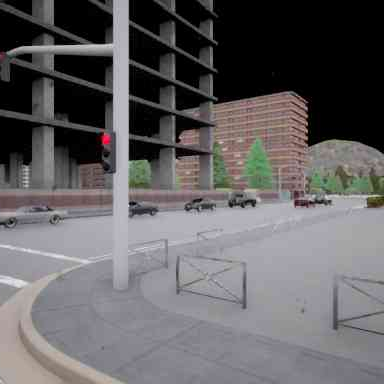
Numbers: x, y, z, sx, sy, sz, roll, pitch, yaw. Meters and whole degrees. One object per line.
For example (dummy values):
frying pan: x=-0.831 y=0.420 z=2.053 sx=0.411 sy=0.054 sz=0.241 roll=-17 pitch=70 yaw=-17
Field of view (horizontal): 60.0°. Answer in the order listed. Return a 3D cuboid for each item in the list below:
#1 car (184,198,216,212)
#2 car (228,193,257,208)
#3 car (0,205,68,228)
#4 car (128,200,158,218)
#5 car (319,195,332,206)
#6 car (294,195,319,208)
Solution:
car: x=1.023 y=1.449 z=38.446 sx=1.837 sy=1.490 sz=4.892 roll=0 pitch=0 yaw=35
car: x=7.251 y=1.166 z=47.155 sx=2.150 sy=2.045 sz=5.566 roll=0 pitch=0 yaw=35
car: x=-10.755 y=1.545 z=21.855 sx=1.895 sy=1.301 sz=4.718 roll=0 pitch=0 yaw=35
car: x=-4.976 y=1.470 z=29.984 sx=1.812 sy=1.442 sz=4.674 roll=0 pitch=0 yaw=36
car: x=21.736 y=1.297 z=55.218 sx=2.097 sy=1.767 sz=4.553 roll=0 pitch=0 yaw=35
car: x=16.033 y=1.422 z=47.183 sx=1.882 sy=1.535 sz=5.008 roll=0 pitch=0 yaw=35
